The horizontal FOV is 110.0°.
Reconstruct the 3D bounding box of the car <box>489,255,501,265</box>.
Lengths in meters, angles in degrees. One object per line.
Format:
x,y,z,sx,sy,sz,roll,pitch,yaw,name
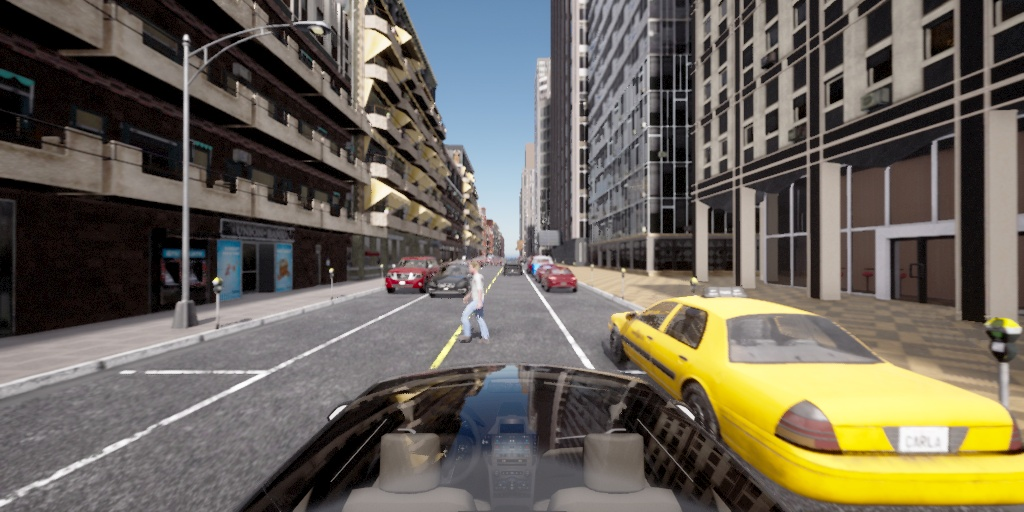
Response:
-2.756,0.781,64.260,2.097,1.767,4.553,0,0,0,car

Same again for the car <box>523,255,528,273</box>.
2.562,0.867,36.465,2.192,1.841,5.009,0,0,0,car

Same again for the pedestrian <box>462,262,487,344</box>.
-0.822,1.005,7.959,0.375,1.860,0.375,1,0,0,pedestrian

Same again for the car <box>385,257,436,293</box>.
-5.317,0.956,19.848,2.192,1.841,5.009,0,0,0,car

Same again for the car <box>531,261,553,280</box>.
2.564,1.193,25.396,1.802,1.307,4.207,0,0,0,car

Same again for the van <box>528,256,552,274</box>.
2.563,0.922,30.929,1.690,1.789,3.998,0,0,0,van

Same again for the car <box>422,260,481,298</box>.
-2.851,1.157,17.954,1.837,1.490,4.892,0,0,0,car

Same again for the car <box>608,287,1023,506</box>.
2.750,1.185,4.959,1.801,1.575,5.366,0,0,0,car

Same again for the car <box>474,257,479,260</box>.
-5.319,1.107,41.990,1.802,1.307,4.207,0,0,0,car

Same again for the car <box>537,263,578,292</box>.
2.564,1.223,19.860,1.802,1.307,4.207,0,0,0,car

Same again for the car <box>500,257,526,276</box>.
0.084,1.066,34.673,1.837,1.490,4.892,0,0,0,car

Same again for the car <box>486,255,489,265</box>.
-5.320,0.886,58.598,1.967,1.591,4.097,0,0,0,car

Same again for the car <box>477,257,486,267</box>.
-5.320,1.016,53.062,1.888,1.381,4.507,0,0,0,car

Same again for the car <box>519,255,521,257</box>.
0.048,0.995,48.677,1.837,1.490,4.892,0,0,1,car
